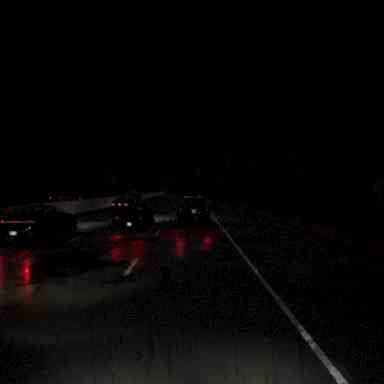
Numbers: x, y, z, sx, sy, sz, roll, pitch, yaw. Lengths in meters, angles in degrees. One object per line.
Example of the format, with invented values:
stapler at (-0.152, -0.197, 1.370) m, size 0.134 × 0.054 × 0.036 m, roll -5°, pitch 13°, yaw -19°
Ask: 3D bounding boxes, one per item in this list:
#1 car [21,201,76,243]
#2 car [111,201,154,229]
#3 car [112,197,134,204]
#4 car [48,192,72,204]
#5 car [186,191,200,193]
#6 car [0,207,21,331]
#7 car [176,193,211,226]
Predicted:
car at (-6.902, 1.362, 15.282) m, size 2.128 × 1.511 × 4.902 m, roll 0°, pitch 0°, yaw 0°
car at (-3.400, 1.430, 20.207) m, size 1.895 × 1.301 × 4.718 m, roll 0°, pitch 0°, yaw 0°
car at (-6.900, 1.258, 34.223) m, size 2.033 × 1.411 × 5.357 m, roll 0°, pitch 0°, yaw 0°
car at (-21.098, 0.901, 53.421) m, size 2.097 × 1.767 × 4.553 m, roll 0°, pitch 0°, yaw 0°
car at (0.101, 0.877, 41.032) m, size 2.150 × 2.045 × 5.566 m, roll 0°, pitch 1°, yaw 0°
car at (-3.400, 1.206, 1.670) m, size 2.150 × 2.045 × 5.566 m, roll 0°, pitch 0°, yaw 0°
car at (0.099, 1.166, 21.893) m, size 2.097 × 1.767 × 4.553 m, roll 0°, pitch 0°, yaw 0°
